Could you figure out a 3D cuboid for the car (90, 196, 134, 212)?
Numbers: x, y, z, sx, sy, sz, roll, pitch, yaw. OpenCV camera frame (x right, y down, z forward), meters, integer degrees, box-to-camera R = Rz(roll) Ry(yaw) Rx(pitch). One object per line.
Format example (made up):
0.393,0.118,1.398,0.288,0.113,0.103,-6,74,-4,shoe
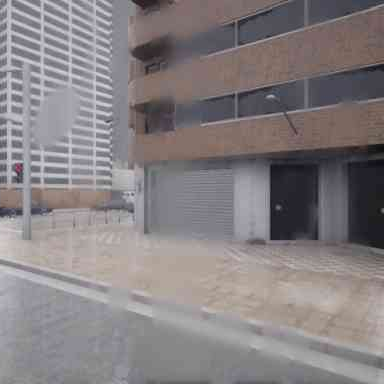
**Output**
-9.425,1.558,39.456,2.033,1.411,5.357,0,0,36,car

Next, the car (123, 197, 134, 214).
-4.463,1.534,34.040,1.812,1.442,4.674,0,0,36,car

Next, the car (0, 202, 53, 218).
-15.582,1.612,31.001,1.895,1.301,4.718,0,0,36,car
